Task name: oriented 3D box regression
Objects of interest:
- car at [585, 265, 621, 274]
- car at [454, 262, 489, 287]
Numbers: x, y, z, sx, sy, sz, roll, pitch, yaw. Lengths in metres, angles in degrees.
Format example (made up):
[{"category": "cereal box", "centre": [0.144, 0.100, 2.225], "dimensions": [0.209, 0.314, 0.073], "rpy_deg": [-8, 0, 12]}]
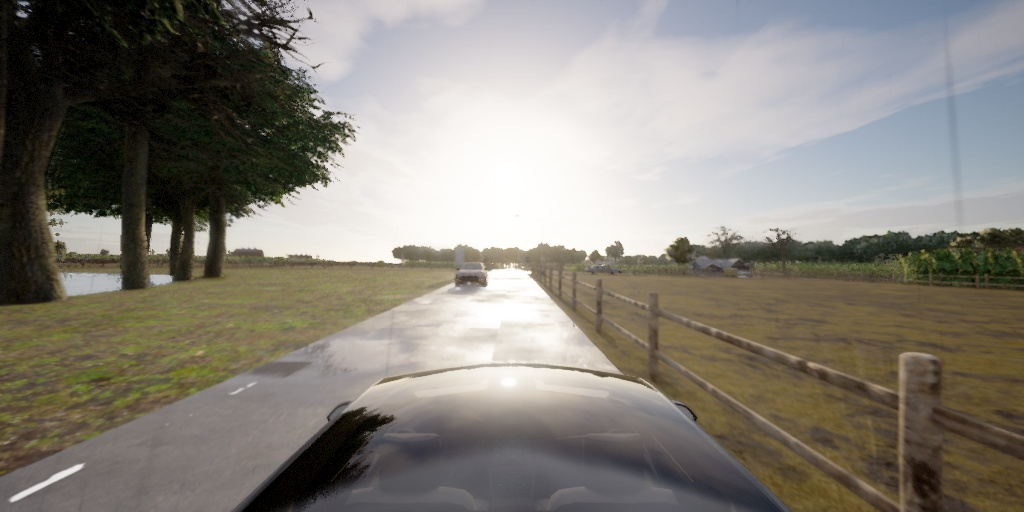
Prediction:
[{"category": "car", "centre": [13.982, 2.085, 55.101], "dimensions": [5.357, 1.411, 2.033], "rpy_deg": [1, -3, 0]}, {"category": "car", "centre": [-2.820, 1.228, 25.849], "dimensions": [2.097, 1.767, 4.553], "rpy_deg": [0, 0, 0]}]
